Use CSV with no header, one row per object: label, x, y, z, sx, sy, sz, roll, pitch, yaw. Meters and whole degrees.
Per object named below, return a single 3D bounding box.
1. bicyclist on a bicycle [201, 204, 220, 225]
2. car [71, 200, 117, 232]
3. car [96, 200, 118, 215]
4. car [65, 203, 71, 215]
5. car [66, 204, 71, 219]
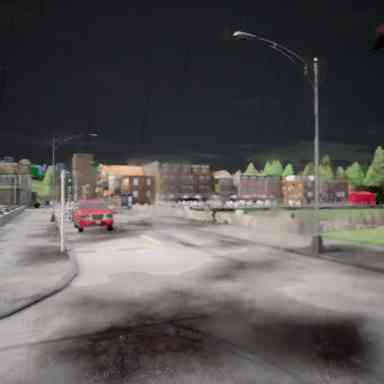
bicyclist on a bicycle,1.416,1.703,25.058,1.656,1.620,0.582,0,-1,-23
car,-6.928,1.570,23.201,2.150,2.045,5.566,0,-1,-23
car,-11.223,2.002,43.783,2.097,1.767,4.553,0,-1,-23
car,-14.852,2.108,41.685,1.882,1.535,5.008,0,-1,-23
car,-10.822,2.087,32.244,1.895,1.301,4.718,0,-1,-23
